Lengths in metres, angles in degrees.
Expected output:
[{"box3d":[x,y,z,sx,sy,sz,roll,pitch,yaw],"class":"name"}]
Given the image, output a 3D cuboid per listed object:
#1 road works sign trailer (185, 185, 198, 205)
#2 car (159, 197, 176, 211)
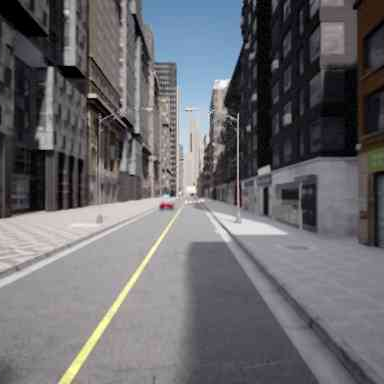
[{"box3d":[-0.012,0.526,61.569,2.380,3.560,2.880,0,0,0],"class":"road works sign trailer"},{"box3d":[-3.099,1.625,41.873,1.895,1.301,4.718,0,0,0],"class":"car"}]
